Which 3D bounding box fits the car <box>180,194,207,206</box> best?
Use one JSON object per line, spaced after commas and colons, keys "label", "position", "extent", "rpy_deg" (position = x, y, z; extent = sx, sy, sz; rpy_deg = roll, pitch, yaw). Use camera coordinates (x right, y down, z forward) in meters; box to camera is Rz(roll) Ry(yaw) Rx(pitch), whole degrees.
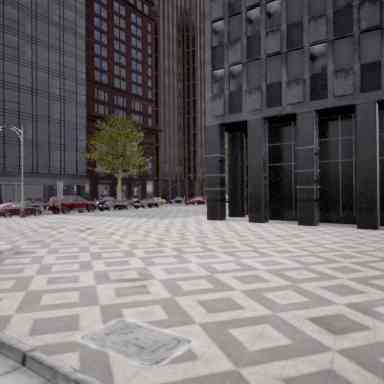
{"label": "car", "position": [0.631, 1.462, 52.507], "extent": [1.887, 1.381, 4.507], "rpy_deg": [-1, 0, 35]}

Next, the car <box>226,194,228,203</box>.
{"label": "car", "position": [3.826, 1.222, 57.154], "extent": [2.192, 1.841, 5.009], "rpy_deg": [-1, 0, 35]}

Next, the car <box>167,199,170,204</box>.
{"label": "car", "position": [-6.484, 1.544, 57.203], "extent": [1.752, 1.417, 4.829], "rpy_deg": [-1, 0, 35]}

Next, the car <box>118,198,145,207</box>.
{"label": "car", "position": [-9.584, 1.612, 52.697], "extent": [1.802, 1.307, 4.206], "rpy_deg": [-1, 0, 35]}

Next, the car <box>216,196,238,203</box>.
{"label": "car", "position": [7.141, 1.469, 66.503], "extent": [2.033, 1.411, 5.357], "rpy_deg": [-1, 0, 35]}

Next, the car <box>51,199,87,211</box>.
{"label": "car", "position": [-15.977, 1.641, 43.405], "extent": [1.802, 1.307, 4.206], "rpy_deg": [-1, 0, 35]}

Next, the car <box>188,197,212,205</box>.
{"label": "car", "position": [1.478, 1.539, 58.274], "extent": [1.895, 1.301, 4.718], "rpy_deg": [-1, 0, 34]}

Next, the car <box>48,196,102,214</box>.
{"label": "car", "position": [-12.154, 1.289, 33.926], "extent": [2.192, 1.841, 5.009], "rpy_deg": [-1, 0, 35]}

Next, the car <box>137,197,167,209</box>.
{"label": "car", "position": [-5.760, 1.508, 43.215], "extent": [1.947, 1.339, 4.313], "rpy_deg": [-1, 0, 35]}

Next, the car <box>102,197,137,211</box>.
{"label": "car", "position": [-8.956, 1.524, 38.570], "extent": [1.947, 1.339, 4.313], "rpy_deg": [-1, 0, 35]}

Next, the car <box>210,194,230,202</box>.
{"label": "car", "position": [6.397, 1.295, 75.929], "extent": [2.192, 1.841, 5.009], "rpy_deg": [-1, 0, 35]}

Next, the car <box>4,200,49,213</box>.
{"label": "car", "position": [-19.173, 1.641, 38.760], "extent": [1.947, 1.339, 4.313], "rpy_deg": [-1, 0, 35]}

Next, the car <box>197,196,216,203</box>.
{"label": "car", "position": [3.202, 1.534, 71.282], "extent": [1.887, 1.381, 4.507], "rpy_deg": [-1, 0, 35]}

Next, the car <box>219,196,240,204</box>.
{"label": "car", "position": [7.024, 1.463, 61.797], "extent": [1.947, 1.339, 4.313], "rpy_deg": [-1, 0, 35]}

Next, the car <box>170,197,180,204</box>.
{"label": "car", "position": [-3.191, 1.574, 61.990], "extent": [1.947, 1.339, 4.313], "rpy_deg": [-1, 0, 35]}

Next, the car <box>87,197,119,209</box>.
{"label": "car", "position": [-12.782, 1.483, 48.051], "extent": [1.967, 1.590, 4.097], "rpy_deg": [-1, 0, 35]}

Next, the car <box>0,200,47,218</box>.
{"label": "car", "position": [-15.348, 1.576, 29.279], "extent": [1.802, 1.307, 4.206], "rpy_deg": [-1, 0, 35]}
